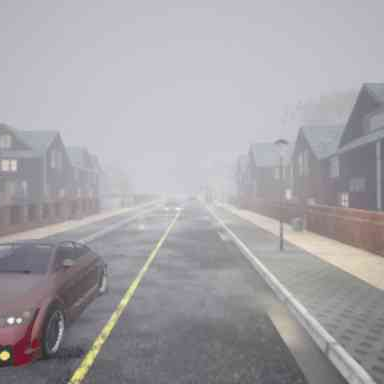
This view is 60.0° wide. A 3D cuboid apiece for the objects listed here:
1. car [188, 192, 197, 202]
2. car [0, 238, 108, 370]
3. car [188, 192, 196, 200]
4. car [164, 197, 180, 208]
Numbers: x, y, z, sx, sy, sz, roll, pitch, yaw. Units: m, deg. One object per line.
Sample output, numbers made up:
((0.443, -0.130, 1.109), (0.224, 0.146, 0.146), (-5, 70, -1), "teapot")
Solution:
((0.061, 1.217, 69.415), (1.882, 1.535, 5.008), (0, 0, 0), "car")
((-2.840, 1.542, 5.753), (1.994, 1.385, 4.181), (0, 0, 0), "car")
((0.076, 0.936, 87.824), (2.150, 2.045, 5.566), (0, 0, 0), "car")
((-2.790, 1.424, 47.520), (1.812, 1.442, 4.674), (0, 0, 0), "car")
